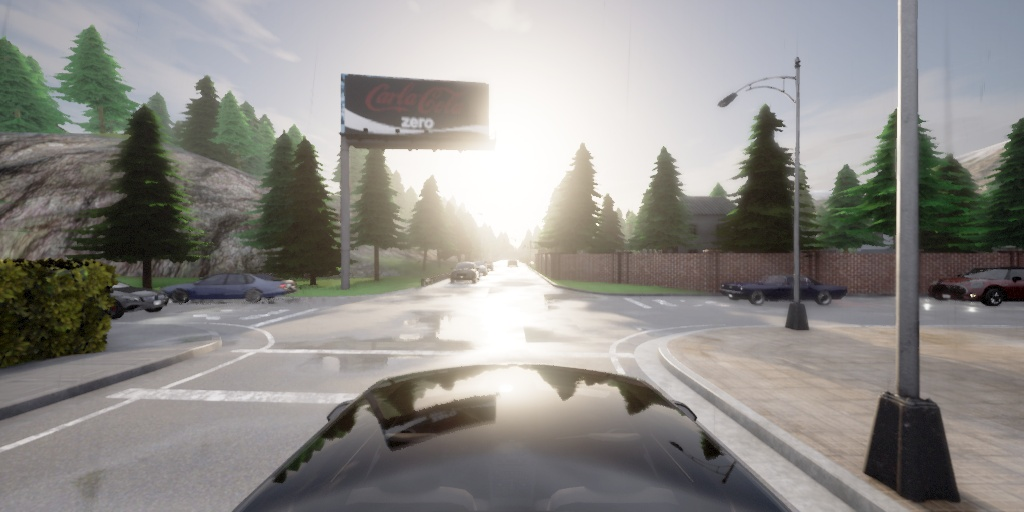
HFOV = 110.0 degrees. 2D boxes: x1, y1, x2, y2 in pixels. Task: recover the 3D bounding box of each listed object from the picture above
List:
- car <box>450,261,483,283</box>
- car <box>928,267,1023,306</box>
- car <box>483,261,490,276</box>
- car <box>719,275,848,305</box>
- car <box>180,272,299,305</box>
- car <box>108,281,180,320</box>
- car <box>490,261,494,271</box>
[{"bbox_3d":[-3.594,1.259,27.968,1.837,1.490,4.892,0,0,0],"label":"car"},{"bbox_3d":[22.183,1.281,16.412,4.553,1.767,2.097,0,0,1],"label":"car"},{"bbox_3d":[-3.585,1.282,37.762,1.812,1.442,4.674,0,0,0],"label":"car"},{"bbox_3d":[12.334,1.530,16.585,4.718,1.301,1.895,0,0,1],"label":"car"},{"bbox_3d":[-13.386,1.476,17.172,5.357,1.411,2.033,0,0,-9],"label":"car"},{"bbox_3d":[-15.298,1.454,12.876,4.674,1.442,1.812,0,0,-6],"label":"car"},{"bbox_3d":[-3.572,1.359,50.028,1.895,1.301,4.718,0,0,0],"label":"car"}]
